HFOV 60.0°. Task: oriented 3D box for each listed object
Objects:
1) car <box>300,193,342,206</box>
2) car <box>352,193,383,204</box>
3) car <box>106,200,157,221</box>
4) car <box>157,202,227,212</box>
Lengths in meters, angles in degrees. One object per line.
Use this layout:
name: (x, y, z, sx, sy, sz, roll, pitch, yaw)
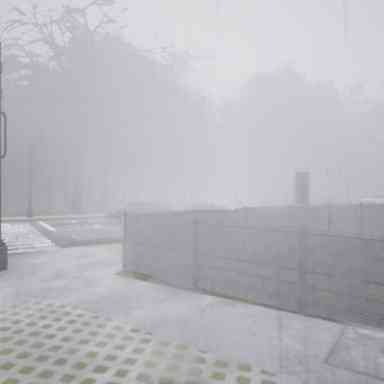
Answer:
car: (14.962, 1.122, 38.504, 5.566, 2.045, 2.150, 0, 0, -31)
car: (20.897, 1.112, 38.259, 5.566, 2.045, 2.150, 0, 0, -31)
car: (-4.429, 1.440, 26.792, 4.892, 1.490, 1.837, 0, 0, -31)
car: (0.306, 1.473, 25.862, 5.357, 1.411, 2.033, 0, 0, -31)
